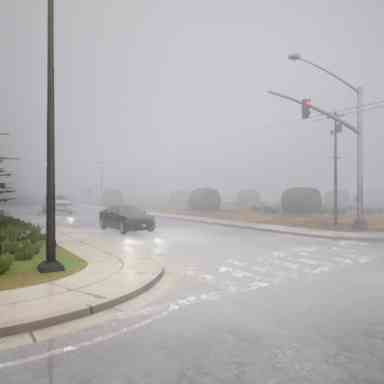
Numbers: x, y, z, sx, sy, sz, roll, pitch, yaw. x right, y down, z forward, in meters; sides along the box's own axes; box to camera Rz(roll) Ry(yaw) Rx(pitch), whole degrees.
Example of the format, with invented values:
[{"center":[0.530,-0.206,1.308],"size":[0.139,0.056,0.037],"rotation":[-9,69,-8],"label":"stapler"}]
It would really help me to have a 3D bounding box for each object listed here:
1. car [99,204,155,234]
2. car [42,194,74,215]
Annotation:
[{"center":[-3.936,1.502,19.679],"size":[1.882,1.535,5.008],"rotation":[0,0,-34],"label":"car"},{"center":[-13.915,1.248,34.234],"size":[2.150,2.045,5.566],"rotation":[0,0,-34],"label":"car"}]
